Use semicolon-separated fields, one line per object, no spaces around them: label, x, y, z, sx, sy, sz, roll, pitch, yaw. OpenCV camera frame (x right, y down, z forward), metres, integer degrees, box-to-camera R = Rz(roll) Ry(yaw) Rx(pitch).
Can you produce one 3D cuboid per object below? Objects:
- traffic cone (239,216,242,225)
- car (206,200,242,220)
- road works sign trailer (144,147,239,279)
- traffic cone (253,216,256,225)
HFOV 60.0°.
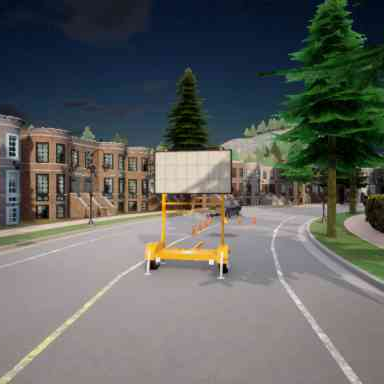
traffic cone;3.266;1.954;22.776;0.340;0.580;0.340;0;0;12
car;2.864;1.505;28.804;1.837;1.490;4.892;-1;0;29
road works sign trailer;0.058;0.464;10.169;2.380;3.560;2.880;0;0;12
traffic cone;4.243;1.955;22.569;0.340;0.580;0.340;0;0;12
